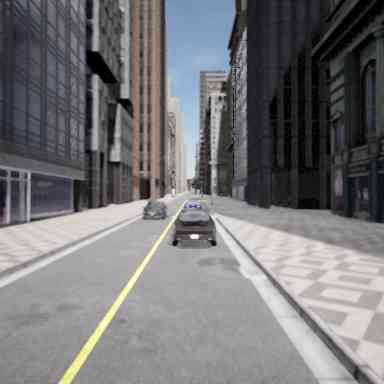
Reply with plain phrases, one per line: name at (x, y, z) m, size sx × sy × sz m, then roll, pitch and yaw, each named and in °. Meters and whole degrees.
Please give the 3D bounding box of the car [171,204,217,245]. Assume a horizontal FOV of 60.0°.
car at (0.102, 1.507, 15.517) m, size 1.837 × 1.490 × 4.892 m, roll 0°, pitch 0°, yaw 0°

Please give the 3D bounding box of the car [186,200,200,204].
car at (0.108, 1.584, 37.807) m, size 1.895 × 1.301 × 4.718 m, roll 0°, pitch 0°, yaw 0°

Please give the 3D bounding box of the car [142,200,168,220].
car at (-3.045, 1.502, 28.118) m, size 1.837 × 1.490 × 4.892 m, roll 0°, pitch 0°, yaw 0°
